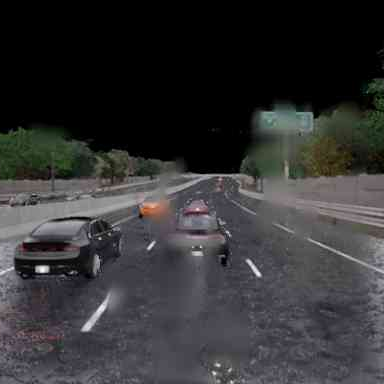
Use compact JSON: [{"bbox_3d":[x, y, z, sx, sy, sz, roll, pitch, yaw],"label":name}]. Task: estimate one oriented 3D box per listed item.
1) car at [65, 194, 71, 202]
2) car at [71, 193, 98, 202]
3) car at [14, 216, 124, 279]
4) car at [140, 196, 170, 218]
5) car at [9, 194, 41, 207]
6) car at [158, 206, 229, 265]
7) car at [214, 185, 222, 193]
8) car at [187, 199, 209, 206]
[{"bbox_3d":[-16.566,0.849,47.652,2.128,1.511,4.902,0,1,3],"label":"car"},{"bbox_3d":[-13.289,1.014,42.280,1.812,1.442,4.674,0,2,2],"label":"car"},{"bbox_3d":[-3.338,1.471,9.892,1.837,1.490,4.892,0,0,0],"label":"car"},{"bbox_3d":[-3.030,1.123,27.980,2.097,1.767,4.553,0,1,1],"label":"car"},{"bbox_3d":[-20.343,1.025,40.812,1.837,1.490,4.892,0,2,2],"label":"car"},{"bbox_3d":[0.179,1.449,11.462,2.128,1.511,4.902,0,0,1],"label":"car"},{"bbox_3d":[6.739,-0.433,86.034,1.994,1.385,4.181,0,3,4],"label":"car"},{"bbox_3d":[0.495,1.321,28.969,1.994,1.385,4.181,0,1,1],"label":"car"}]
